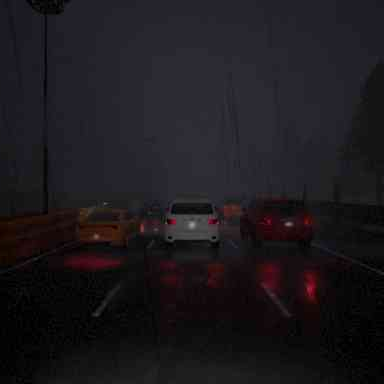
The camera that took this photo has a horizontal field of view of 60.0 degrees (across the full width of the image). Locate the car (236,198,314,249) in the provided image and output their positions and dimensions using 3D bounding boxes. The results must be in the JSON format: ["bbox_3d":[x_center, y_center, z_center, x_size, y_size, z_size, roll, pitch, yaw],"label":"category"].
[{"bbox_3d":[3.500,1.255,14.680,2.150,2.045,5.566,0,0,0],"label":"car"}]

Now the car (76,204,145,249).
[{"bbox_3d":[-3.500,1.482,14.650,1.882,1.535,5.008,0,0,0],"label":"car"}]

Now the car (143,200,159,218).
[{"bbox_3d":[-3.500,1.493,29.650,2.128,1.511,4.902,0,0,0],"label":"car"}]

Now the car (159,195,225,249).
[{"bbox_3d":[0.000,1.255,14.680,2.150,2.045,5.566,0,0,0],"label":"car"}]

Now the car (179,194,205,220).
[{"bbox_3d":[0.000,1.255,29.680,2.150,2.045,5.566,0,0,0],"label":"car"}]

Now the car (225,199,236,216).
[{"bbox_3d":[3.500,1.364,29.620,2.097,1.767,4.553,0,0,0],"label":"car"}]
